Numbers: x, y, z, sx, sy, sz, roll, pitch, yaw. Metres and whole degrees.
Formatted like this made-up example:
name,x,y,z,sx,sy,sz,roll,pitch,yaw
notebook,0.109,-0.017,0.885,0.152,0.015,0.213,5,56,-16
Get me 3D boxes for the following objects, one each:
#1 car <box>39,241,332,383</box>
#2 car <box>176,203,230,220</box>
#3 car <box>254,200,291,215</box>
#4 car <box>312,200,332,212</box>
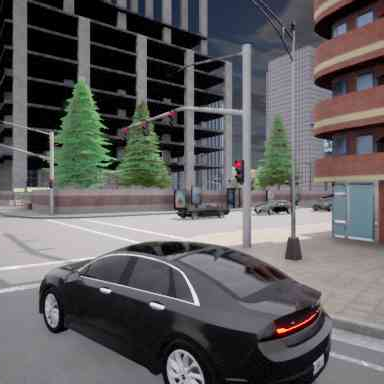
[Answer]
name,x,y,z,sx,sy,sz,roll,pitch,yaw
car,-0.529,1.505,4.996,4.892,1.490,1.837,0,0,41
car,0.981,1.655,29.061,4.718,1.301,1.895,0,0,-36
car,8.559,1.546,34.499,4.902,1.511,2.128,0,0,-36
car,16.640,1.407,40.273,4.553,1.767,2.097,0,0,-35
